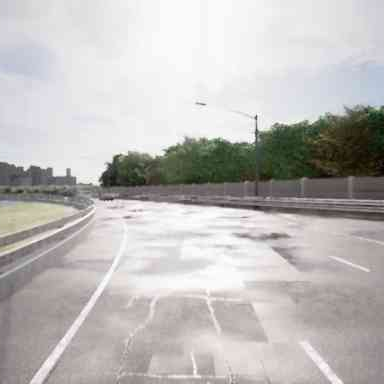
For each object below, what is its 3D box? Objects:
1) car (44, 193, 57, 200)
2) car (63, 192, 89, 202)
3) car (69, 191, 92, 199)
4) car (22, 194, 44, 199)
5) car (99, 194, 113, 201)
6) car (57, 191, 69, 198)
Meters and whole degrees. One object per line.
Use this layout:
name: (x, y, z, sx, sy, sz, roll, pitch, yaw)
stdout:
car: (-35.345, 1.151, 80.717, 4.181, 1.385, 1.994, 0, 1, 37)
car: (-21.570, 1.208, 61.770, 2.033, 1.411, 5.357, -1, 1, -38)
car: (-22.583, 0.841, 68.431, 2.150, 2.045, 5.566, -1, 1, -41)
car: (-37.831, 1.172, 78.210, 5.357, 1.411, 2.033, 0, 1, 37)
car: (-18.068, 1.130, 69.991, 1.994, 1.385, 4.181, -1, 1, -31)
car: (-32.257, 0.790, 82.701, 5.566, 2.045, 2.150, 0, 1, 37)
